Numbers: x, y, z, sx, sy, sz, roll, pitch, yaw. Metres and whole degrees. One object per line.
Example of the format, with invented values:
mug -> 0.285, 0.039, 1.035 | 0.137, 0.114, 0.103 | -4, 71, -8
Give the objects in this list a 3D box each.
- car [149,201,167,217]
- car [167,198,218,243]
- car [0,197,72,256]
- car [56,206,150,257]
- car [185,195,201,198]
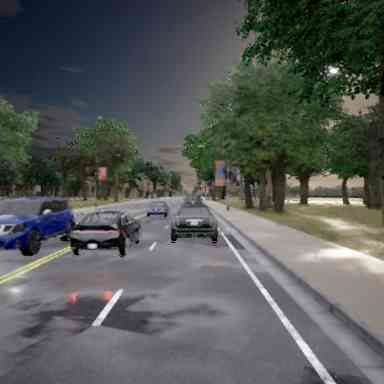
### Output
car -> -3.144, 1.597, 31.567 | 2.033, 1.411, 5.357 | 0, 0, 0
car -> 0.103, 1.358, 16.310 | 2.097, 1.767, 4.553 | 0, 0, 0
car -> -6.556, 1.227, 13.399 | 2.150, 2.045, 5.566 | 0, 0, 0
car -> -3.147, 1.495, 12.950 | 2.128, 1.511, 4.902 | 0, 0, 0
car -> 0.106, 1.306, 38.539 | 2.150, 2.045, 5.566 | 0, 0, 0
